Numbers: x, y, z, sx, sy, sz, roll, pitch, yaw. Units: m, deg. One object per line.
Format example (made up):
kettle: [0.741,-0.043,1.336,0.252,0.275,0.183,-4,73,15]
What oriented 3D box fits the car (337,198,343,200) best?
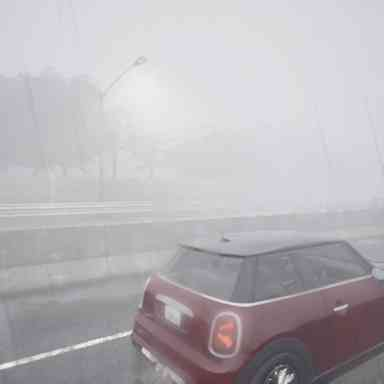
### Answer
car: [19.965,1.539,39.386,5.357,1.411,2.033,0,0,-35]

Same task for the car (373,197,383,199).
car: [19.925,1.341,35.189,4.553,1.767,2.097,0,0,-35]

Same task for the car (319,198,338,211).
car: [17.648,1.482,41.242,4.902,1.511,2.128,0,0,-38]

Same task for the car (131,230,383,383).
car: [1.522,1.350,4.823,4.553,1.767,2.097,0,0,-35]

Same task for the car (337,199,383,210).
car: [14.038,1.515,26.785,4.674,1.442,1.812,0,0,-35]
